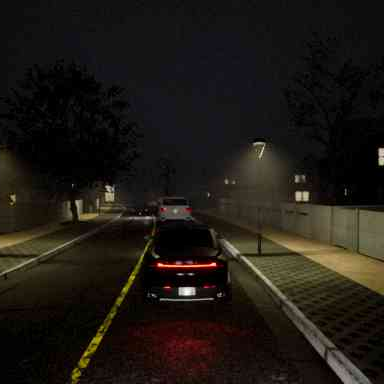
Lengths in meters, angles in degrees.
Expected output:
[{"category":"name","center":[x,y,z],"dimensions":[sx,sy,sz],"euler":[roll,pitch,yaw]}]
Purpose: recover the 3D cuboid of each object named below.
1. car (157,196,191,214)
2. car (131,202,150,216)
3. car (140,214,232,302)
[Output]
[{"category":"car","center":[-1.312,1.335,24.231],"dimensions":[2.150,2.045,5.566],"euler":[0,-1,-5]},{"category":"car","center":[-5.587,1.782,35.894],"dimensions":[2.033,1.411,5.357],"euler":[0,-1,-9]},{"category":"car","center":[-0.181,1.519,8.309],"dimensions":[1.837,1.490,4.892],"euler":[0,0,-2]}]
